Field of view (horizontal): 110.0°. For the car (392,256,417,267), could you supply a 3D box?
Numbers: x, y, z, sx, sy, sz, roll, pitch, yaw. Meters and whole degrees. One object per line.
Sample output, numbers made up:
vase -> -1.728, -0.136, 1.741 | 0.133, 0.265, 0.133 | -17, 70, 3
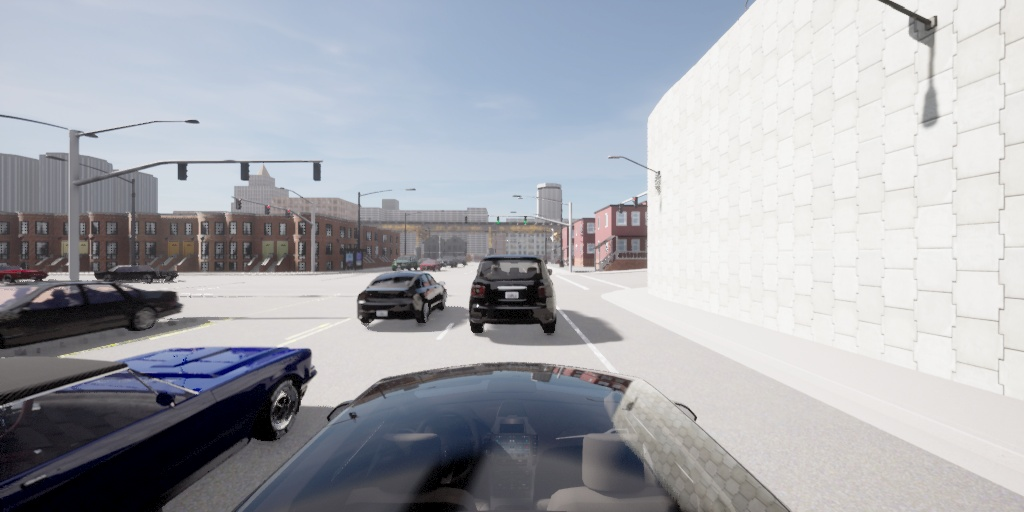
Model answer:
car -> -14.102, 0.961, 47.534 | 2.150, 2.045, 5.566 | 0, 0, 0

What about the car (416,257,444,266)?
car -> -10.608, 1.218, 46.853 | 1.882, 1.535, 5.008 | 0, 0, 0

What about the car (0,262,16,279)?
car -> -46.221, 1.248, 30.693 | 4.892, 1.490, 1.837 | 0, 0, 0

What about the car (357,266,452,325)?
car -> -3.421, 1.254, 11.875 | 1.837, 1.490, 4.892 | 0, 0, 0

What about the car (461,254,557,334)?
car -> 0.062, 0.970, 10.719 | 2.150, 2.045, 5.566 | 0, 0, 1

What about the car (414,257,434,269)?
car -> -14.095, 1.090, 57.657 | 2.097, 1.767, 4.553 | 0, 0, 0

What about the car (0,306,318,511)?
car -> -3.397, 1.351, 2.399 | 1.895, 1.301, 4.718 | 0, 0, 0

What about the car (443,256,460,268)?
car -> -10.594, 0.960, 59.647 | 2.150, 2.045, 5.566 | 0, 0, 0

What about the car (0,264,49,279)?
car -> -38.294, 1.345, 27.025 | 4.718, 1.301, 1.895 | 0, 0, 0

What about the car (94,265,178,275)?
car -> -28.177, 1.345, 27.061 | 4.718, 1.301, 1.895 | 0, 0, 0

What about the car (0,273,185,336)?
car -> -10.601, 1.296, 8.150 | 2.033, 1.411, 5.357 | 0, 0, 0
